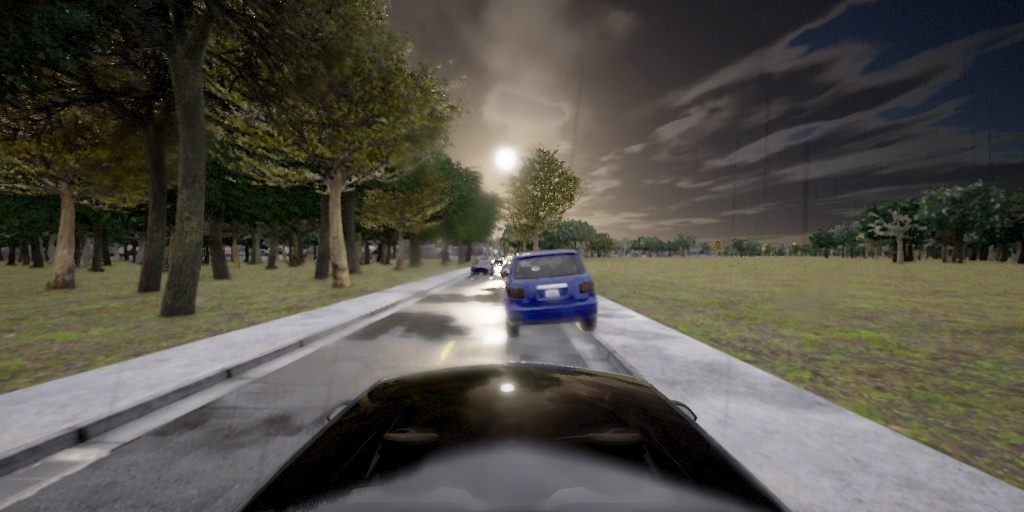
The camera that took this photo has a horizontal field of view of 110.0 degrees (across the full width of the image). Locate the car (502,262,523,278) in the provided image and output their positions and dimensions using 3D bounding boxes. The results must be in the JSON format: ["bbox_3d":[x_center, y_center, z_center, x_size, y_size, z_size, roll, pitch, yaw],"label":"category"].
[{"bbox_3d":[0.053,1.299,34.481,1.895,1.301,4.718,0,0,0],"label":"car"}]

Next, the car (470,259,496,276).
[{"bbox_3d":[-2.848,1.048,35.327,2.097,1.767,4.553,0,0,0],"label":"car"}]

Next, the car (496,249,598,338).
[{"bbox_3d":[0.872,0.883,10.287,2.150,2.045,5.566,-5,0,0],"label":"car"}]
